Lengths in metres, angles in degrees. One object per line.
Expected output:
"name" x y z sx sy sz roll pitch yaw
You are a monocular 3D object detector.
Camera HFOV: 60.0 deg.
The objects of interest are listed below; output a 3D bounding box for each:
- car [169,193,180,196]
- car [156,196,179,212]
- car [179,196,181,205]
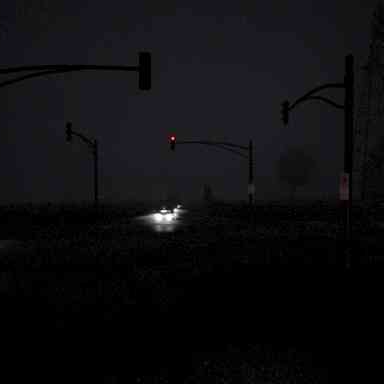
"car" -3.074 1.213 57.854 2.150 2.045 5.566 0 0 0
"car" -2.970 1.485 37.690 2.128 1.511 4.902 0 0 -1
"car" -3.024 1.595 47.506 1.895 1.301 4.718 0 0 0
